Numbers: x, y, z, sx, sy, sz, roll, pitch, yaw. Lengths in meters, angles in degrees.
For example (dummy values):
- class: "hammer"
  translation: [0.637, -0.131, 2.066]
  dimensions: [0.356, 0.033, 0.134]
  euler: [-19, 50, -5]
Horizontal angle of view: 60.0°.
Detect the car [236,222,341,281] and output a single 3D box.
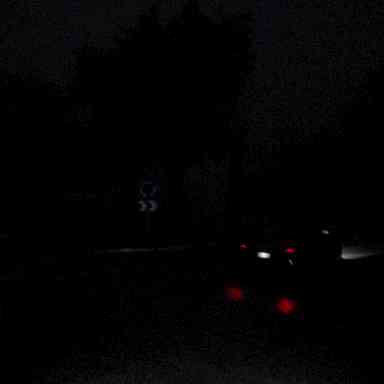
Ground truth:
- class: "car"
  translation: [3.075, 1.602, 10.173]
  dimensions: [1.994, 1.385, 4.181]
  euler: [-1, -1, 37]
